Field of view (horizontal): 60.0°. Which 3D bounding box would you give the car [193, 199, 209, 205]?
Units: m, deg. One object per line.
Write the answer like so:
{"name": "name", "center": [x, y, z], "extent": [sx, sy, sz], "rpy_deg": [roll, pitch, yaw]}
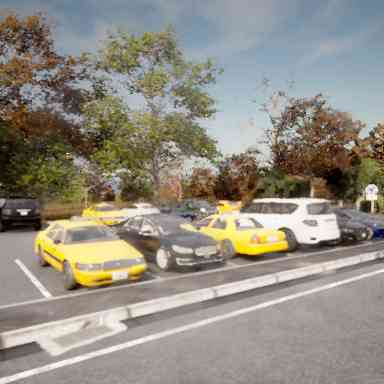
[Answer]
{"name": "car", "center": [0.451, 1.430, 28.368], "extent": [2.185, 1.767, 4.553], "rpy_deg": [0, 0, -35]}

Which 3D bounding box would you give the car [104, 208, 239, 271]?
{"name": "car", "center": [-0.974, 1.527, 11.330], "extent": [2.231, 1.521, 4.892], "rpy_deg": [0, 0, -35]}

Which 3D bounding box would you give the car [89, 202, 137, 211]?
{"name": "car", "center": [-6.115, 1.527, 23.474], "extent": [1.946, 1.575, 5.366], "rpy_deg": [0, 0, -35]}

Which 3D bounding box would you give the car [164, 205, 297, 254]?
{"name": "car", "center": [1.192, 1.532, 13.076], "extent": [1.946, 1.575, 5.366], "rpy_deg": [0, 0, -35]}

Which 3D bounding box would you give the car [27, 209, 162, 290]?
{"name": "car", "center": [-3.132, 1.515, 9.574], "extent": [1.946, 1.575, 5.366], "rpy_deg": [0, 0, -35]}

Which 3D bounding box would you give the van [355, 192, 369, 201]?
{"name": "van", "center": [24.797, 0.640, 45.661], "extent": [1.878, 1.987, 4.442], "rpy_deg": [0, 1, -35]}

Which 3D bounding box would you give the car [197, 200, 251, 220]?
{"name": "car", "center": [2.737, 1.564, 29.935], "extent": [2.097, 1.535, 5.008], "rpy_deg": [0, 0, -35]}

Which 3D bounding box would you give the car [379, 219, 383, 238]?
{"name": "car", "center": [8.123, 1.591, 17.700], "extent": [2.163, 1.488, 4.792], "rpy_deg": [0, 0, -35]}

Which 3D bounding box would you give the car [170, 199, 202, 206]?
{"name": "car", "center": [-1.677, 1.577, 26.794], "extent": [2.163, 1.488, 4.792], "rpy_deg": [0, 0, -35]}

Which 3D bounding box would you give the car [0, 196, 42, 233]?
{"name": "car", "center": [-10.765, 1.261, 20.458], "extent": [2.435, 2.045, 5.566], "rpy_deg": [0, 0, -35]}

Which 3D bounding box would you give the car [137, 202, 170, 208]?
{"name": "car", "center": [-3.956, 1.579, 25.220], "extent": [2.002, 1.452, 4.674], "rpy_deg": [0, 0, -35]}

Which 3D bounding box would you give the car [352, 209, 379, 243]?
{"name": "car", "center": [5.834, 1.552, 16.128], "extent": [2.097, 1.535, 5.008], "rpy_deg": [0, 0, -35]}

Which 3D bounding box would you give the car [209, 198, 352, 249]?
{"name": "car", "center": [3.553, 1.292, 14.548], "extent": [2.435, 2.045, 5.566], "rpy_deg": [0, 0, -35]}
